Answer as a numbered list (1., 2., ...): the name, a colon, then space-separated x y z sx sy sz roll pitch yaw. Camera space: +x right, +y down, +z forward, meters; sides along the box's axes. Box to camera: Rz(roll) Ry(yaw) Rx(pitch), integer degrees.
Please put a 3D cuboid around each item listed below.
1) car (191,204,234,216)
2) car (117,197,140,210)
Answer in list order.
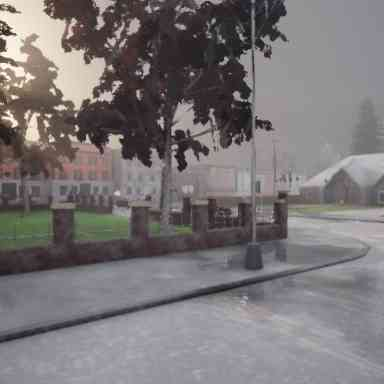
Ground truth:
1. car: 1.490 1.534 29.281 1.895 1.301 4.718 0 0 -35
2. car: -8.105 1.426 42.897 2.128 1.511 4.902 0 0 -35
